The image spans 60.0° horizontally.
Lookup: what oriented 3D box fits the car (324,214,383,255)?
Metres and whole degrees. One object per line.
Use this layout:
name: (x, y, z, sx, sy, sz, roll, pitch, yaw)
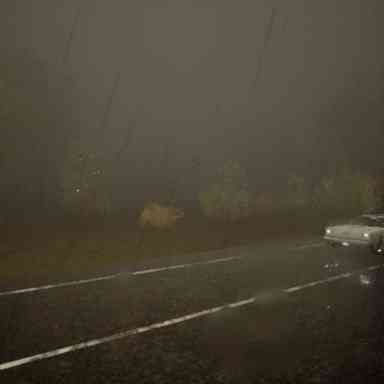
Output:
car: (7.445, 1.594, 13.483, 4.718, 1.301, 1.895, 0, 0, -35)
